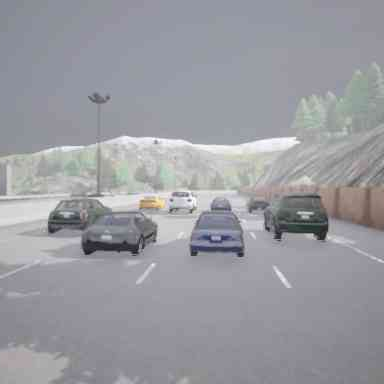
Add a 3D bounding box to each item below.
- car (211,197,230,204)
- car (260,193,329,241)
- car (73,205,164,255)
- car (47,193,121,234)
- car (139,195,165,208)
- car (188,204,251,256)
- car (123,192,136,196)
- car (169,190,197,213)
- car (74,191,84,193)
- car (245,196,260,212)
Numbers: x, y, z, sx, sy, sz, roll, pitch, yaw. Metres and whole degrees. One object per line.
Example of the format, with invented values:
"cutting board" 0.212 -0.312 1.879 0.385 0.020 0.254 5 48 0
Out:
"car" 2.834 1.223 32.831 1.994 1.385 4.181 1 1 5
"car" 4.819 1.083 16.058 2.150 2.045 5.566 1 1 5
"car" -2.539 1.401 12.616 1.994 1.385 4.181 1 1 5
"car" -5.595 1.108 17.471 2.097 1.767 4.553 1 1 5
"car" -4.057 1.061 34.331 1.882 1.535 5.008 1 1 5
"car" 0.968 1.415 12.558 2.033 1.411 5.357 1 1 5
"car" -12.356 0.712 66.462 1.994 1.385 4.181 1 1 4
"car" -0.791 0.863 31.524 2.150 2.045 5.566 1 1 5
"car" -22.826 0.533 67.139 1.882 1.535 5.008 1 1 4
"car" 6.283 1.202 32.098 1.837 1.490 4.892 1 1 5
